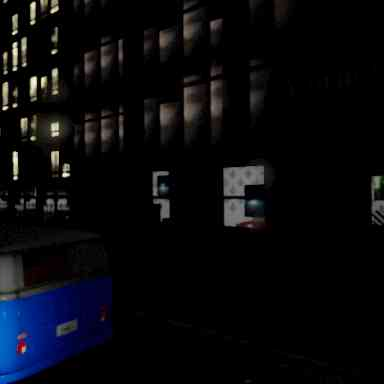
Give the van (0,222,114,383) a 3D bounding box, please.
[{"bbox_3d":[-2.980,1.379,5.003,3.998,1.788,1.690,-1,0,36],"label":"van"}]
